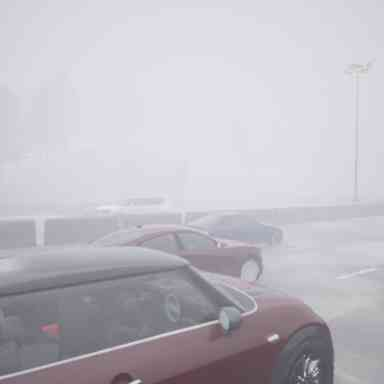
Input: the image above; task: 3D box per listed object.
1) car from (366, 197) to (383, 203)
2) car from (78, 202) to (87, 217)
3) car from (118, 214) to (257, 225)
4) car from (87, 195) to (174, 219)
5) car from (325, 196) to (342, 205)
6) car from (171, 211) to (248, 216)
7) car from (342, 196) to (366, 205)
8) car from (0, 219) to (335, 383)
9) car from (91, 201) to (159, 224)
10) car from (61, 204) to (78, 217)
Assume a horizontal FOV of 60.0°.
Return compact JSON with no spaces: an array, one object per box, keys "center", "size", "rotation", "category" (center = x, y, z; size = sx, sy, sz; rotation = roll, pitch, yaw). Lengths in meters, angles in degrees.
[{"center":[28.828,1.379,50.275],"size":[4.718,1.301,1.895],"rotation":[-1,1,-35],"category":"car"},{"center":[-7.303,1.600,28.873],"size":[4.181,1.385,1.994],"rotation":[0,0,-35],"category":"car"},{"center":[-0.470,1.495,7.709],"size":[5.008,1.535,1.882],"rotation":[0,0,-35],"category":"car"},{"center":[-3.864,1.256,22.729],"size":[5.566,2.045,2.150],"rotation":[0,0,-35],"category":"car"},{"center":[24.054,1.354,55.469],"size":[4.181,1.385,1.994],"rotation":[-1,1,-35],"category":"car"},{"center":[1.698,1.560,13.573],"size":[4.674,1.442,1.812],"rotation":[0,0,-36],"category":"car"},{"center":[26.755,1.327,53.087],"size":[5.357,1.411,2.033],"rotation":[-1,1,-35],"category":"car"},{"center":[-0.598,1.358,3.319],"size":[4.553,1.767,2.097],"rotation":[0,0,-35],"category":"car"},{"center":[-5.215,1.541,26.065],"size":[4.892,1.490,1.837],"rotation":[0,0,-35],"category":"car"},{"center":[-10.009,1.599,31.243],"size":[4.181,1.385,1.994],"rotation":[0,0,-35],"category":"car"}]
